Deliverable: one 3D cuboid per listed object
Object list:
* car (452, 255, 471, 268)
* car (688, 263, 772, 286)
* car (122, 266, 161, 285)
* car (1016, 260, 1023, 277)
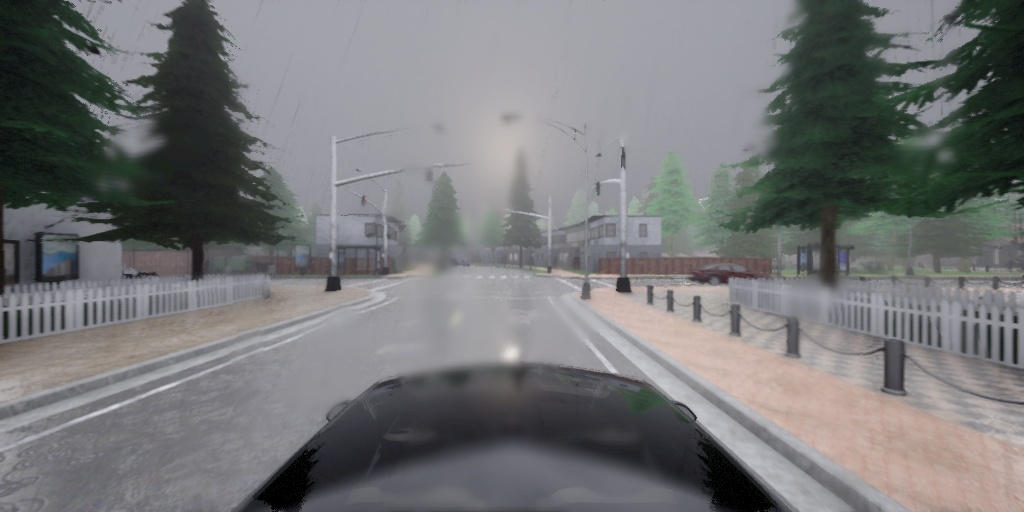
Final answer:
[{"bbox_3d":[-8.379,0.828,58.765,2.150,2.045,5.566,0,0,-20],"label":"car"},{"bbox_3d":[14.341,1.219,23.672,5.008,1.535,1.882,1,0,2],"label":"car"},{"bbox_3d":[-27.498,1.314,24.926,4.718,1.301,1.895,0,0,2],"label":"car"},{"bbox_3d":[41.507,1.234,26.371,5.357,1.411,2.033,0,0,2],"label":"car"}]
